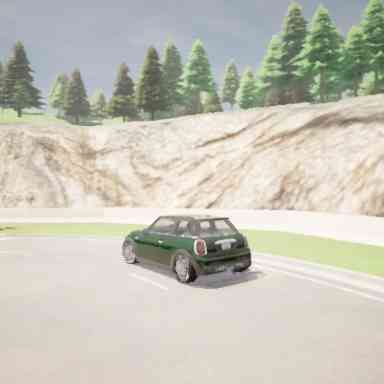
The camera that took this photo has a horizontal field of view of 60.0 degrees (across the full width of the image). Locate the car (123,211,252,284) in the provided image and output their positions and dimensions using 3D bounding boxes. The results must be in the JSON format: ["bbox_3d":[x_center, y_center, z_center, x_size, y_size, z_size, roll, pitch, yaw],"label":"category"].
[{"bbox_3d":[-0.380,1.437,10.228,2.097,1.767,4.553,-1,0,-36],"label":"car"}]
